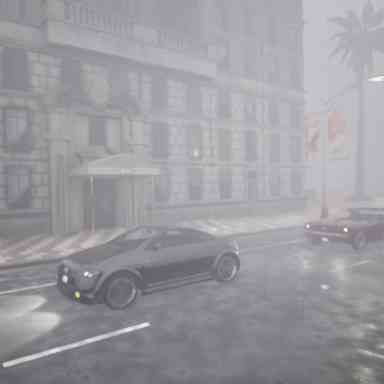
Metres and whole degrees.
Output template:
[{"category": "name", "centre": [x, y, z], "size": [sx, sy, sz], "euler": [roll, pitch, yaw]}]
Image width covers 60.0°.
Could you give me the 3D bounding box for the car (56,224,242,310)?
[{"category": "car", "centre": [-0.857, 1.469, 7.665], "size": [4.181, 1.385, 1.994], "euler": [-2, 1, -35]}]

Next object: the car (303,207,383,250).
[{"category": "car", "centre": [6.416, 1.279, 12.806], "size": [4.718, 1.301, 1.895], "euler": [-2, 1, -35]}]
